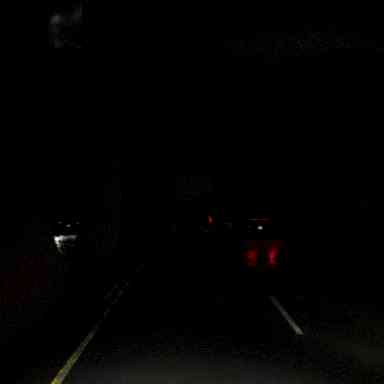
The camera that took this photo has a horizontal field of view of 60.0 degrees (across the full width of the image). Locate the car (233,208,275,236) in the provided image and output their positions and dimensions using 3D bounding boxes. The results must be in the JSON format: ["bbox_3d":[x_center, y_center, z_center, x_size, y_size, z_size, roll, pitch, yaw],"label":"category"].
[{"bbox_3d":[3.608,1.702,19.995,2.128,1.511,4.902,0,-1,0],"label":"car"}]

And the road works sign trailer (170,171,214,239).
[{"bbox_3d":[0.007,0.659,18.484,2.380,3.560,2.880,0,-1,0],"label":"road works sign trailer"}]

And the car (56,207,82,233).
[{"bbox_3d":[-7.092,1.731,21.526,1.837,1.490,4.892,0,-1,0],"label":"car"}]
